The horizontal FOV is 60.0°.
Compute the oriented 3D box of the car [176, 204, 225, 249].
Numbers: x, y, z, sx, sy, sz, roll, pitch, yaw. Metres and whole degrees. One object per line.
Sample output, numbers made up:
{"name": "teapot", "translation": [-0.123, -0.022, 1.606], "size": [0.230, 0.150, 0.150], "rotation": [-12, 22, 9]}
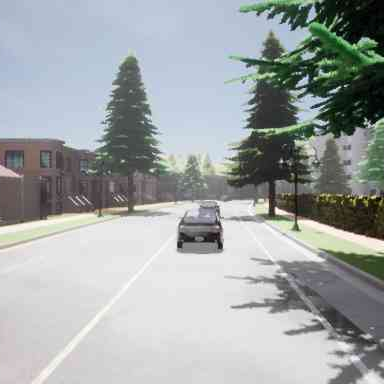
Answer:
{"name": "car", "translation": [0.391, 1.501, 14.550], "size": [2.128, 1.511, 4.902], "rotation": [0, 0, 3]}

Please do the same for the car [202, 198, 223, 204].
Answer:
{"name": "car", "translation": [1.570, 1.546, 29.409], "size": [1.812, 1.442, 4.674], "rotation": [0, 0, 6]}

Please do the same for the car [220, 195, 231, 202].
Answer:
{"name": "car", "translation": [7.579, 1.553, 76.594], "size": [2.128, 1.511, 4.902], "rotation": [0, 0, 23]}
